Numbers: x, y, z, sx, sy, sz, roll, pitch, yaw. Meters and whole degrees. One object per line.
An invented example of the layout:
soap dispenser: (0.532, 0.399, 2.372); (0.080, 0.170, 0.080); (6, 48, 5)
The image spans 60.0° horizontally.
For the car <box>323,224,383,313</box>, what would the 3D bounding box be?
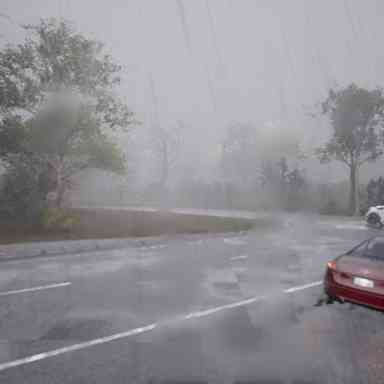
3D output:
car: (4.662, 1.562, 7.011); (4.181, 1.385, 1.994); (0, 0, -35)

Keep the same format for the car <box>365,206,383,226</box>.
car: (12.534, 1.218, 18.784); (2.150, 2.045, 5.566); (2, -1, -15)
